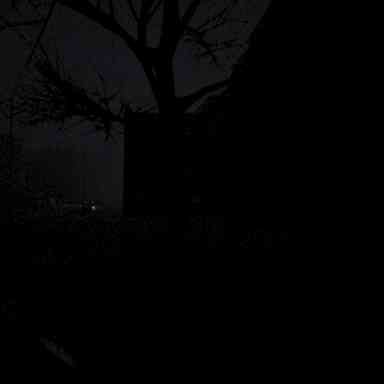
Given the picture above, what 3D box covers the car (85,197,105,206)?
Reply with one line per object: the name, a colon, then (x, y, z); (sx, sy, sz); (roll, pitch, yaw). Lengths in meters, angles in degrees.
car: (-16.709, 1.613, 57.400); (1.837, 1.490, 4.892); (1, 0, 11)
